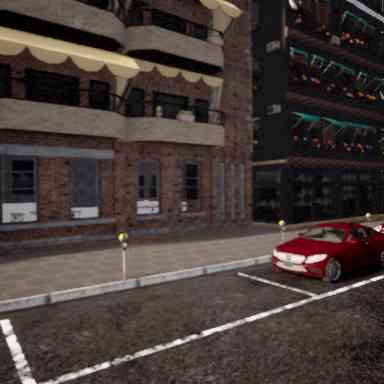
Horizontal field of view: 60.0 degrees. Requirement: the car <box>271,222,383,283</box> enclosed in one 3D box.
[{"bbox_3d":[4.077,1.536,9.438,4.206,1.307,1.802,0,-1,-35],"label":"car"}]
